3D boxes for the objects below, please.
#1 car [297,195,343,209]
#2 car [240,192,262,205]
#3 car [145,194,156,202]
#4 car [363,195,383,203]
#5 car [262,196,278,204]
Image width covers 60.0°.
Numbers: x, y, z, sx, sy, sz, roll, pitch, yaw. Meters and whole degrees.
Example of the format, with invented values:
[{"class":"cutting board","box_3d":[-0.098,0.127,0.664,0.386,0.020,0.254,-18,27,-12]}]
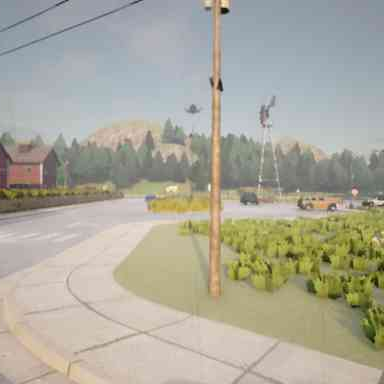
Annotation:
[{"class":"car","box_3d":[14.819,1.311,39.407,4.605,1.855,1.932,1,0,-2]},{"class":"car","box_3d":[9.363,1.096,54.837,2.150,2.045,5.566,1,0,-2]},{"class":"car","box_3d":[-8.208,1.125,66.198,1.882,1.535,5.008,1,0,-1]},{"class":"car","box_3d":[27.750,1.394,50.004,3.866,1.878,1.905,1,0,-2]},{"class":"car","box_3d":[13.941,1.409,61.871,3.905,1.438,1.784,1,0,-2]}]
